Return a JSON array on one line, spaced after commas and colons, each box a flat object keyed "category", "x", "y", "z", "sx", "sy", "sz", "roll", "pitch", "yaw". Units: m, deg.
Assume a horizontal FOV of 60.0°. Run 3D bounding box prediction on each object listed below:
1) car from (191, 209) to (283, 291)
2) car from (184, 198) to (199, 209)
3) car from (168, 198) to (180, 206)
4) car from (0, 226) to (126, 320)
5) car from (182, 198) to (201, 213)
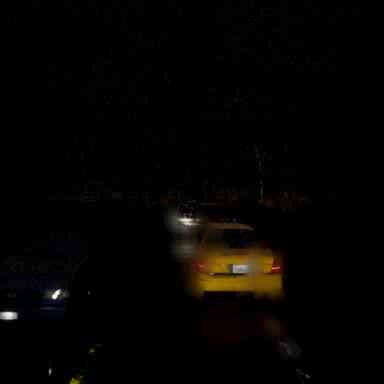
[{"category": "car", "x": 0.944, "y": 1.453, "z": 8.944, "sx": 1.801, "sy": 1.575, "sz": 5.366, "roll": 0, "pitch": 0, "yaw": 0}, {"category": "car", "x": -0.073, "y": 1.554, "z": 46.331, "sx": 1.994, "sy": 1.385, "sz": 4.181, "roll": 0, "pitch": 0, "yaw": 1}, {"category": "car", "x": -2.863, "y": 1.589, "z": 53.759, "sx": 1.895, "sy": 1.301, "sz": 4.718, "roll": 0, "pitch": 0, "yaw": 0}, {"category": "car", "x": -2.867, "y": 1.545, "z": 7.859, "sx": 2.033, "sy": 1.411, "sz": 5.357, "roll": 0, "pitch": 0, "yaw": 0}, {"category": "car", "x": -0.002, "y": 1.517, "z": 37.440, "sx": 1.812, "sy": 1.442, "sz": 4.674, "roll": 0, "pitch": 0, "yaw": 0}]
